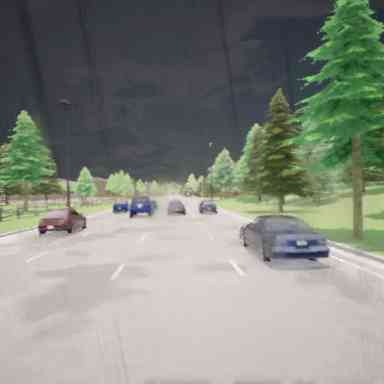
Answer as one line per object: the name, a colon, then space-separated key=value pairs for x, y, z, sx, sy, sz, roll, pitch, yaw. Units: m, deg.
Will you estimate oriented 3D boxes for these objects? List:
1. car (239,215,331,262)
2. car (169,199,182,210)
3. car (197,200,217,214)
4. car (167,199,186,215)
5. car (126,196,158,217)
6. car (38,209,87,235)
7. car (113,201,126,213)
car: x=3.061 y=1.540 z=12.107 sx=2.033 sy=1.411 sz=5.357 roll=-1 pitch=0 yaw=-3
car: x=-2.367 y=1.790 z=48.441 sx=1.812 sy=1.442 sz=4.674 roll=-1 pitch=0 yaw=-2
car: x=1.750 y=1.660 z=37.958 sx=1.812 sy=1.442 sz=4.674 roll=-1 pitch=0 yaw=-3
car: x=-1.675 y=1.761 z=36.339 sx=1.994 sy=1.385 sz=4.181 roll=-1 pitch=0 yaw=-3
car: x=-5.089 y=1.481 z=34.395 sx=2.150 sy=2.045 sz=5.566 roll=-1 pitch=0 yaw=-2
car: x=-7.874 y=1.777 z=20.541 sx=1.812 sy=1.442 sz=4.674 roll=-1 pitch=0 yaw=-3
car: x=-9.044 y=1.855 z=43.388 sx=1.882 sy=1.535 sz=5.008 roll=-1 pitch=0 yaw=-3
